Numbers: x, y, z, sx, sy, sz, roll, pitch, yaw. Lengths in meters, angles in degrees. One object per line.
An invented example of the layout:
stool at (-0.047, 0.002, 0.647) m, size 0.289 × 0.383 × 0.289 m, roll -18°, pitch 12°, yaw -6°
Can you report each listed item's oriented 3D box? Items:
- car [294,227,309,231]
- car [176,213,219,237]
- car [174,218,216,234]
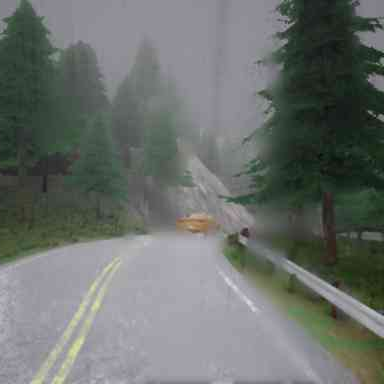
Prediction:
car at (13.714, 5.146, 41.998) m, size 1.994 × 1.385 × 4.181 m, roll -5°, pitch -11°, yaw 43°
car at (0.527, 2.111, 21.946) m, size 1.882 × 1.535 × 5.008 m, roll -3°, pitch -5°, yaw 14°
car at (0.421, 3.174, 30.774) m, size 1.895 × 1.301 × 4.718 m, roll -3°, pitch -8°, yaw 28°
